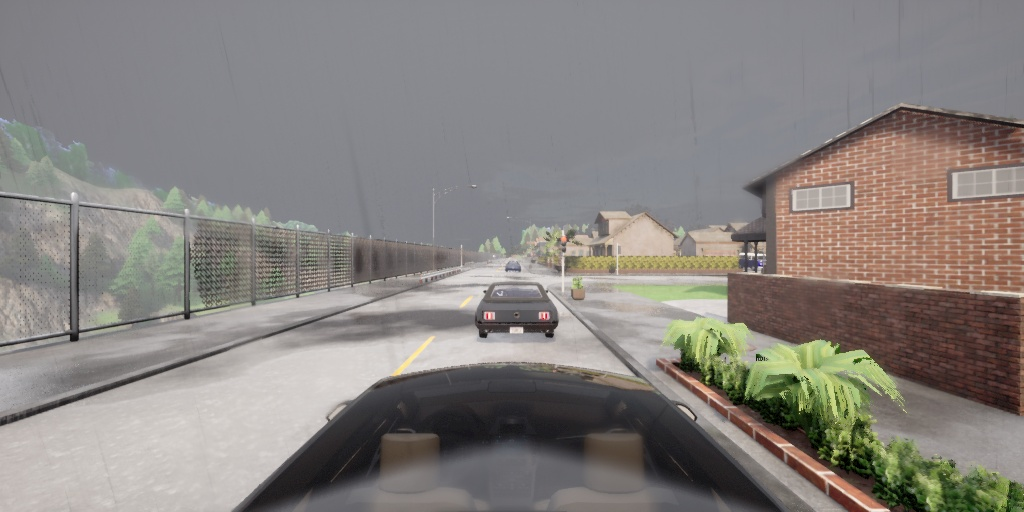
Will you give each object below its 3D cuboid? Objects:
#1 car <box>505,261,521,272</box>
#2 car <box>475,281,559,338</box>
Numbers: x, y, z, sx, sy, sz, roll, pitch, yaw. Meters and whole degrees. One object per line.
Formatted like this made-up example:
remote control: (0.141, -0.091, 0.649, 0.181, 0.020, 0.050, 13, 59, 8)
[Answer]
car: (0.152, 1.314, 46.331, 1.994, 1.385, 4.181, 0, 0, 0)
car: (0.108, 1.351, 10.145, 1.895, 1.301, 4.718, 0, 0, 0)
